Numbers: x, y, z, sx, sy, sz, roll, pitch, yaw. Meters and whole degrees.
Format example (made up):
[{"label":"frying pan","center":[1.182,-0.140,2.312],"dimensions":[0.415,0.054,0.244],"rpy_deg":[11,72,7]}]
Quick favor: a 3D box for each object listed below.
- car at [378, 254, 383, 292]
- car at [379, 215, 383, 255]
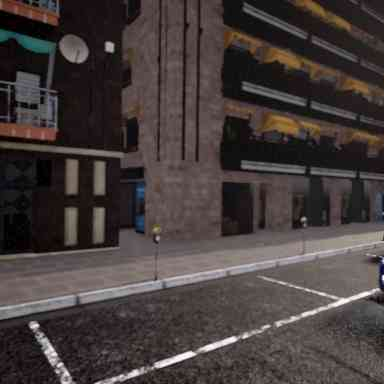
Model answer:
[{"label":"car","center":[6.162,1.371,7.450],"dimensions":[4.553,1.767,2.097],"rpy_deg":[0,0,-35]},{"label":"car","center":[9.205,1.556,12.627],"dimensions":[4.829,1.417,1.752],"rpy_deg":[0,1,-35]}]
